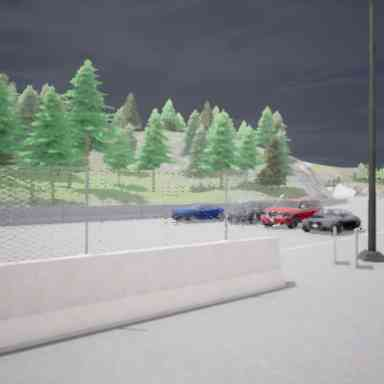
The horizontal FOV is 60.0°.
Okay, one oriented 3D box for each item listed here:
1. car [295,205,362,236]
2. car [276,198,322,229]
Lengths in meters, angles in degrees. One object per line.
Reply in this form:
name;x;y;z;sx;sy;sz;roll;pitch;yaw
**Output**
car;8.274;1.688;19.563;4.181;1.385;1.994;1;0;-40
car;7.190;1.447;23.218;5.566;2.045;2.150;0;0;-42
